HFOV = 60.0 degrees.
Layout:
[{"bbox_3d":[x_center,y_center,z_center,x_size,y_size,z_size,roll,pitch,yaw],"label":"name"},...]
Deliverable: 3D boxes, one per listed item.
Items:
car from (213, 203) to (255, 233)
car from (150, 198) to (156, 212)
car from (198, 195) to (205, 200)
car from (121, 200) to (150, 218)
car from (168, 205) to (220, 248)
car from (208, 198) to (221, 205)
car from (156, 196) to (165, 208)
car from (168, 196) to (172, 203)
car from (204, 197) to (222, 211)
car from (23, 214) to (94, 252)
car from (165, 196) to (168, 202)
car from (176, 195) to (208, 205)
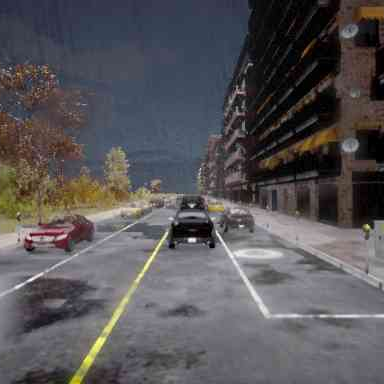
[{"bbox_3d":[2.579,1.555,19.556,2.008,1.369,4.403,1,0,0],"label":"car"},{"bbox_3d":[-5.298,1.539,35.802,1.752,1.417,4.829,1,0,0],"label":"car"},{"bbox_3d":[2.595,1.623,91.639,1.802,1.307,4.206,1,0,0],"label":"car"},{"bbox_3d":[-5.299,1.536,30.266,1.752,1.417,4.829,1,0,0],"label":"car"},{"bbox_3d":[0.003,1.520,14.651,1.837,1.490,4.892,0,0,0],"label":"car"},{"bbox_3d":[2.583,1.537,36.360,1.752,1.417,4.829,1,0,0],"label":"car"},{"bbox_3d":[-5.296,1.601,47.045,1.802,1.307,4.206,1,0,0],"label":"car"},{"bbox_3d":[-5.289,1.470,69.190,1.967,1.590,4.097,1,0,0],"label":"car"},{"bbox_3d":[2.585,1.455,41.735,1.967,1.590,4.097,1,0,0],"label":"car"},{"bbox_3d":[-5.303,1.585,13.827,1.802,1.307,4.206,1,0,0],"label":"car"},{"bbox_3d":[-5.294,1.604,52.581,1.802,1.307,4.206,1,0,0],"label":"car"},{"bbox_3d":[0.007,1.268,29.682,2.150,2.045,5.566,0,0,0],"label":"car"}]
